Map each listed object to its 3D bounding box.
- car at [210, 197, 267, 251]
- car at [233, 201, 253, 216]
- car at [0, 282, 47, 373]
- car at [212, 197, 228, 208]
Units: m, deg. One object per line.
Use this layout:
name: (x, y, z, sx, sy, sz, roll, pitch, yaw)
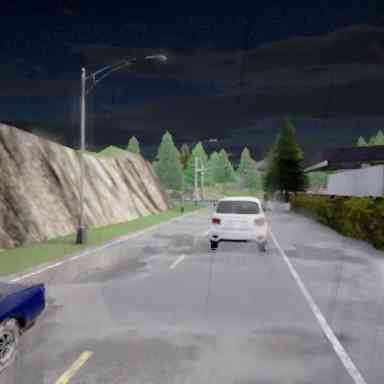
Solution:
car: (2.053, 1.232, 14.516, 2.150, 2.045, 5.566, 1, 0, 9)
car: (5.345, 1.631, 34.615, 1.895, 1.301, 4.718, 1, 0, 9)
car: (-3.311, 1.566, 2.860, 1.895, 1.301, 4.718, 1, 0, 5)
car: (4.378, 1.558, 50.931, 2.033, 1.411, 5.357, 1, 0, 9)
